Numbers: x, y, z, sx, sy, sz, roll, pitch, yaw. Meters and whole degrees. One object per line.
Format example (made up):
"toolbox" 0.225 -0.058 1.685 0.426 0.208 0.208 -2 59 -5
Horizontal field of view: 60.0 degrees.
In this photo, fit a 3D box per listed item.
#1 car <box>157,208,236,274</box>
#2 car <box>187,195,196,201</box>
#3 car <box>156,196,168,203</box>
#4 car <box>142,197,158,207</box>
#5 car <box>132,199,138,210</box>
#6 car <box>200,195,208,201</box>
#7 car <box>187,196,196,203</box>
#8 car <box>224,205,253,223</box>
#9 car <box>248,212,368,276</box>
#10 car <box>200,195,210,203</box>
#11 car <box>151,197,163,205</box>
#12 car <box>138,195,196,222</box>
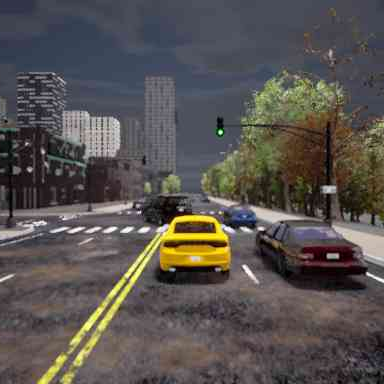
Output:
"car" 0.082 1.503 10.715 1.882 1.535 5.008 0 0 0
"car" -0.131 1.542 85.316 2.128 1.511 4.902 0 0 0
"car" -6.611 1.701 73.516 2.033 1.411 5.357 0 0 0
"car" -6.651 1.624 53.356 1.837 1.490 4.892 0 0 0
"car" -6.673 1.591 43.882 2.128 1.511 4.902 0 0 1
"car" 3.119 1.517 85.321 1.837 1.490 4.892 0 0 0
"car" -0.116 1.681 74.897 2.128 1.511 4.902 0 0 0
"car" 3.313 1.603 23.565 2.033 1.411 5.357 0 0 0
"car" 3.338 1.572 10.394 2.033 1.411 5.357 0 0 0
"car" 3.134 1.752 75.349 1.895 1.301 4.718 0 0 0
"car" -6.597 1.703 63.093 1.994 1.385 4.181 0 0 0
"car" -1.896 1.281 24.326 2.150 2.045 5.566 1 0 -26
